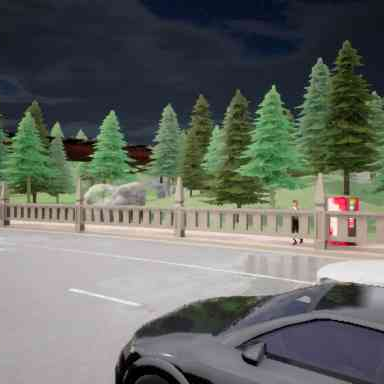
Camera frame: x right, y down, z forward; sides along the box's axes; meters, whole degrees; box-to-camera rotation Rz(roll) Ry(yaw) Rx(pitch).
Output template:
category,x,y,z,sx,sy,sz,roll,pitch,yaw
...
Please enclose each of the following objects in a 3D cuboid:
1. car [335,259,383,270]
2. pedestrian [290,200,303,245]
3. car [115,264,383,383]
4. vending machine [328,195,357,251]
category,x,y,z,sx,sy,sz,roll,pitch,yaw
car,4.355,1.526,5.072,4.674,1.442,1.812,0,0,35
pedestrian,4.058,1.142,13.010,0.375,1.860,0.375,0,0,33
car,1.284,1.563,2.917,4.181,1.385,1.994,0,0,35
vending machine,6.094,1.195,13.456,0.880,2.100,1.100,0,0,33
